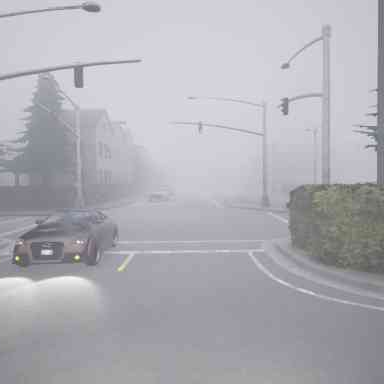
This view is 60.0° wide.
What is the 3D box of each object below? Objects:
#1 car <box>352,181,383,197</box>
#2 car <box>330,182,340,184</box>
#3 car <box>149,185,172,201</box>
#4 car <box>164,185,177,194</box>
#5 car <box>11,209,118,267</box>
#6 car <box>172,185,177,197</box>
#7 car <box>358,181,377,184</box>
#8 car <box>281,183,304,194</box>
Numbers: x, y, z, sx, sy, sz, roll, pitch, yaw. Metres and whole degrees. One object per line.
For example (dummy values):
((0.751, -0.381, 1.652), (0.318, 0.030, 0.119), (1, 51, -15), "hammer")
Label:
((22.280, -0.452, 42.036), (1.932, 1.855, 4.605), (-1, 2, 0), "car")
((25.337, -1.017, 59.425), (2.152, 1.636, 5.027), (-1, 2, 0), "car")
((-3.698, 0.187, 37.723), (1.882, 1.535, 5.008), (-1, 2, 0), "car")
((-3.692, -0.474, 58.125), (1.837, 1.490, 4.892), (-1, 2, 0), "car")
((-3.523, 1.224, 9.947), (1.994, 1.385, 4.181), (-1, 1, -1), "car")
((-3.711, -0.277, 47.741), (2.097, 1.767, 4.553), (-1, 2, 0), "car")
((19.031, -0.169, 34.158), (1.905, 1.878, 3.866), (-1, 2, 0), "car")
((15.294, -0.506, 52.018), (2.007, 1.523, 4.514), (-1, 2, 0), "car")
